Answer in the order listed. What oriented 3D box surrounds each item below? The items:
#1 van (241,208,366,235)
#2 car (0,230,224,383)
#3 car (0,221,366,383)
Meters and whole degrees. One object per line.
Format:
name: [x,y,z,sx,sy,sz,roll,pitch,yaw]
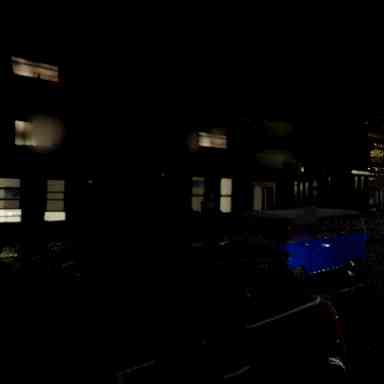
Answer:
van: [2.805,1.330,8.538,3.998,1.788,1.690,0,1,-35]
car: [-1.828,1.543,5.239,4.507,1.381,1.887,0,1,-35]
car: [-0.698,1.350,2.866,4.553,1.767,2.097,0,0,-35]
